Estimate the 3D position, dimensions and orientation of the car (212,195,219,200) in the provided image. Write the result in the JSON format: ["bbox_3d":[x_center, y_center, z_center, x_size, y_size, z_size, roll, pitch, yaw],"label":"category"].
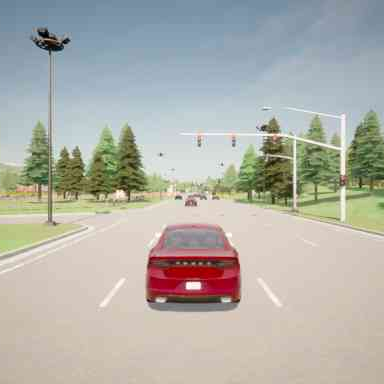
[{"bbox_3d":[6.711,1.525,94.332,2.128,1.511,4.902,0,0,0],"label":"car"}]

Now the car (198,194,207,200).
[{"bbox_3d":[3.211,1.524,94.322,1.812,1.442,4.674,0,0,0],"label":"car"}]

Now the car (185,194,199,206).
[{"bbox_3d":[-0.161,1.525,52.865,1.812,1.442,4.674,0,0,0],"label":"car"}]

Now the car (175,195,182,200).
[{"bbox_3d":[-3.789,1.478,94.300,1.882,1.535,5.008,0,0,0],"label":"car"}]

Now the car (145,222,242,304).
[{"bbox_3d":[0.038,1.478,8.262,1.882,1.535,5.008,0,0,0],"label":"car"}]
